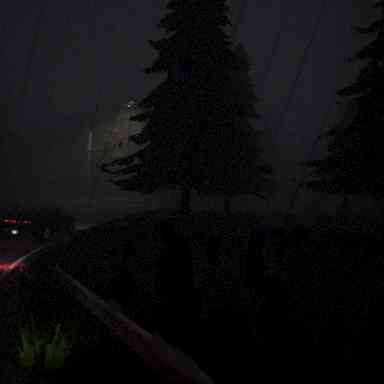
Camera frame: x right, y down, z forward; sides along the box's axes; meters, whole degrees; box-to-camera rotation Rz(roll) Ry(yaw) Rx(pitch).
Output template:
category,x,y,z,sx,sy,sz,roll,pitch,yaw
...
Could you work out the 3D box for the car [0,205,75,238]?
category,x,y,z,sx,sy,sz,roll,pitch,yaw
car,-7.394,1.408,16.484,1.837,1.490,4.892,4,1,2
